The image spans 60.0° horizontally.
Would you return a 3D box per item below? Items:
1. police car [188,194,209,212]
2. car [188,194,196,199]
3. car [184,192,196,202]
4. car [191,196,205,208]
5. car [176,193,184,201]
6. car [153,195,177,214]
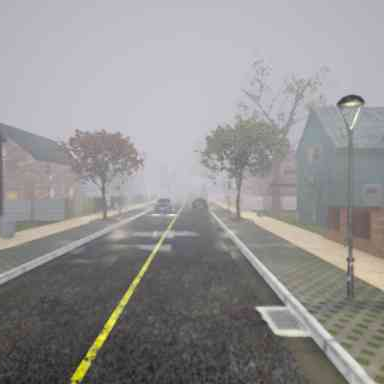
[{"bbox_3d":[0.822,1.297,36.397,1.930,1.638,5.238,0,0,0],"label":"police car"},{"bbox_3d":[-0.008,1.248,93.825,2.033,1.411,5.357,0,0,0],"label":"car"},{"bbox_3d":[-0.005,1.040,70.611,2.150,2.045,5.566,0,0,0],"label":"car"},{"bbox_3d":[0.822,1.361,46.289,1.837,1.490,4.892,0,0,0],"label":"car"},{"bbox_3d":[-2.755,1.083,75.206,2.097,1.767,4.553,0,0,0],"label":"car"},{"bbox_3d":[-2.844,1.381,34.405,1.837,1.490,4.892,0,0,0],"label":"car"}]
